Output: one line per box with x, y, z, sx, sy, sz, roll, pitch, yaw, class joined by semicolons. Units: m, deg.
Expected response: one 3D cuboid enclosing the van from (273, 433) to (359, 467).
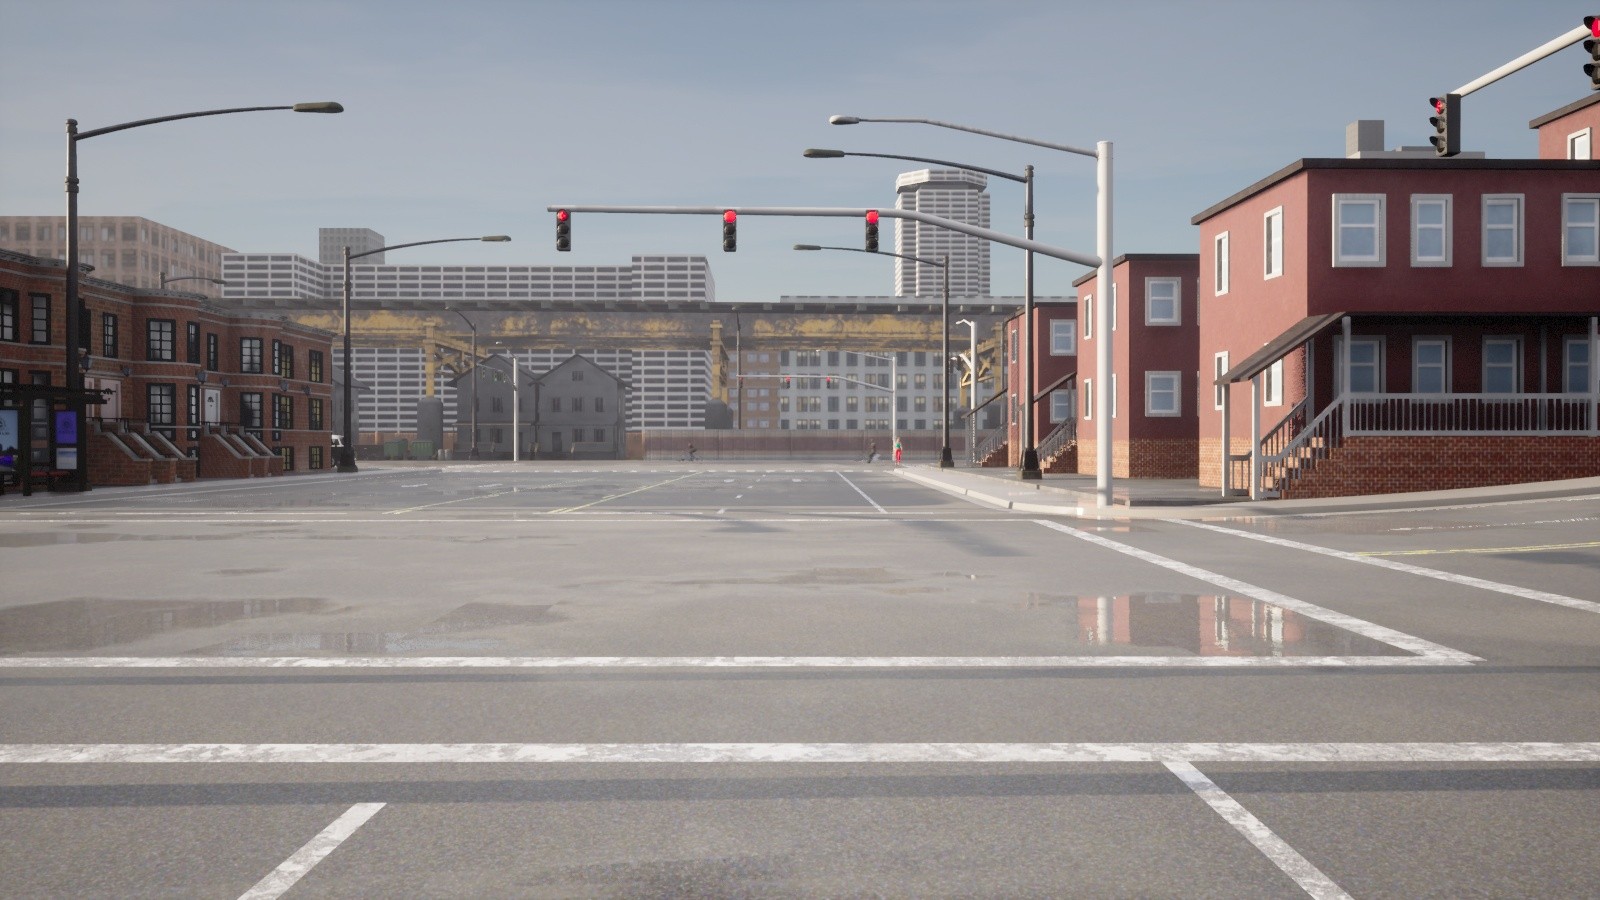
-29.763;0.010;77.297;4.480;2.038;2.069;0;0;0;van
